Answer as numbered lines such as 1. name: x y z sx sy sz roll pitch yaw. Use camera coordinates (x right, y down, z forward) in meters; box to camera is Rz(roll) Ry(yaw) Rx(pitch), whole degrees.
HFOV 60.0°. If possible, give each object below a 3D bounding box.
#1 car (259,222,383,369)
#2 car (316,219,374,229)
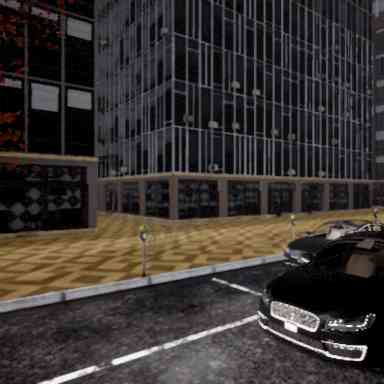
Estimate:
1. car: 3.251 1.481 5.698 4.892 1.490 1.837 0 0 -35
2. car: 4.569 1.513 9.815 4.403 1.369 2.008 0 0 -36
